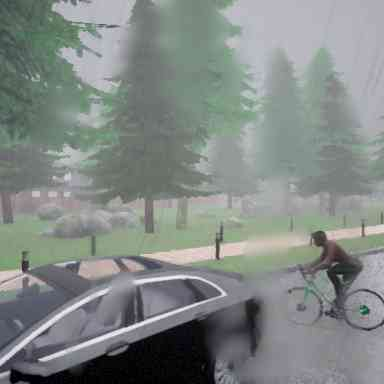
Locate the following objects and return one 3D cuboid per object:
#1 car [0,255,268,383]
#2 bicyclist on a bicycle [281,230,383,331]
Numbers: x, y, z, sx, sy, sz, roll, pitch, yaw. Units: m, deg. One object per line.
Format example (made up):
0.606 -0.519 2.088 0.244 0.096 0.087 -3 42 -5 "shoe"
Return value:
-1.173 1.508 3.363 4.902 1.511 2.128 1 0 -43 "car"
2.289 1.457 5.466 1.656 1.620 0.582 -2 -1 14 "bicyclist on a bicycle"
